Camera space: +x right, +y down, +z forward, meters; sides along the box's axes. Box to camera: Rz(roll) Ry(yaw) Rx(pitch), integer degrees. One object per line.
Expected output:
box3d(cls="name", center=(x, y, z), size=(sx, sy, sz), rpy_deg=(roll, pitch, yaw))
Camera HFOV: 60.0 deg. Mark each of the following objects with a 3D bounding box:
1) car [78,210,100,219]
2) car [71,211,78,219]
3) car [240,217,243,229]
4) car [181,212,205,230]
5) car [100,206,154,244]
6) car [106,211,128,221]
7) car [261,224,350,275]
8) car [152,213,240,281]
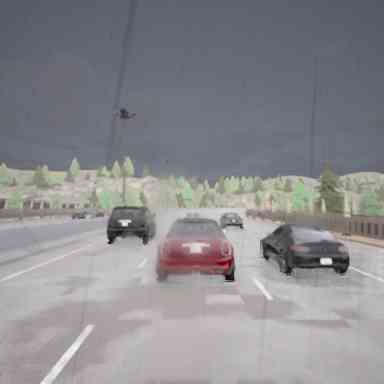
box3d(cls="car", center=(-14.001, 3.286, 47.608), size=(2.128, 1.511, 4.902), rpy_deg=(0, -2, 1))
box3d(cls="car", center=(-17.420, 3.569, 52.950), size=(2.033, 1.411, 5.357), rpy_deg=(0, -2, 2))
box3d(cls="car", center=(3.613, 2.652, 31.153), size=(2.033, 1.411, 5.357), rpy_deg=(0, -2, 0))
box3d(cls="car", center=(0.108, 2.653, 31.181), size=(2.033, 1.411, 5.357), rpy_deg=(0, -2, 0))
box3d(cls="car", center=(-3.395, 1.836, 19.487), size=(2.150, 2.045, 5.566), rpy_deg=(0, -2, 0))
box3d(cls="car", center=(-10.544, 3.370, 46.986), size=(1.895, 1.301, 4.718), rpy_deg=(0, -2, 1))
box3d(cls="car", center=(3.603, 1.793, 11.231), size=(1.812, 1.442, 4.674), rpy_deg=(0, -2, 0))
box3d(cls="car", center=(0.102, 1.596, 10.665), size=(2.097, 1.767, 4.553), rpy_deg=(0, -2, 0))
